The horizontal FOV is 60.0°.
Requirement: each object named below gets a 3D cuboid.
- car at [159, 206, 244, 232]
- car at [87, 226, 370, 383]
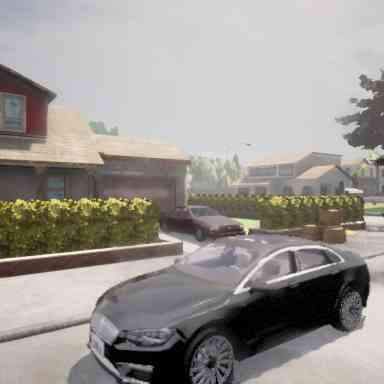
[{"bbox_3d":[0.116,1.356,15.491,2.033,1.415,5.357,0,0,-33],"label":"car"},{"bbox_3d":[0.907,1.491,5.256,4.902,1.511,2.128,0,0,-36],"label":"car"}]
